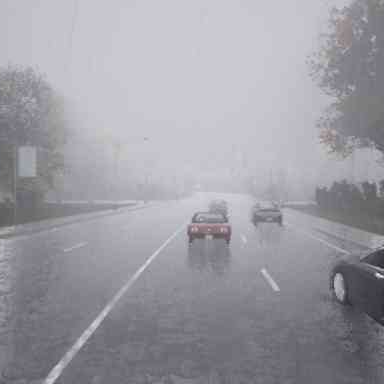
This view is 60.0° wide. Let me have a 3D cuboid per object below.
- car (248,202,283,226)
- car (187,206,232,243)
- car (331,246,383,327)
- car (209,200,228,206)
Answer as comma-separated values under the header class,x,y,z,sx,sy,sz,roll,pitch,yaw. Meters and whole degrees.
class,x,y,z,sx,sy,sz,roll,pitch,yaw
car,5.020,1.465,22.990,2.128,1.511,4.902,0,0,5
car,0.877,1.584,15.991,1.895,1.301,4.718,0,0,4
car,3.778,1.509,5.084,1.837,1.490,4.892,0,0,2
car,2.636,1.462,33.614,2.033,1.411,5.357,0,0,7
